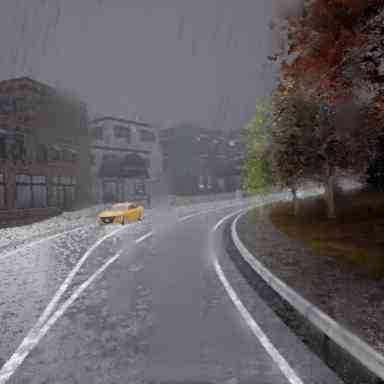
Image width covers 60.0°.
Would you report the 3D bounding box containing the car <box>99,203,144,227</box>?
[{"bbox_3d":[-5.253,1.624,25.137,1.882,1.535,5.008,-4,0,13],"label":"car"}]
